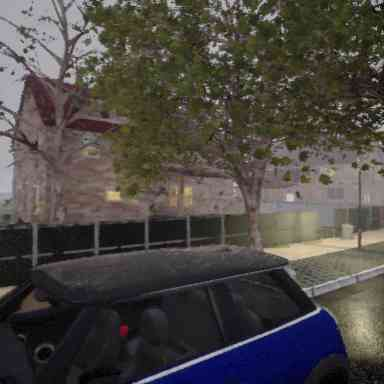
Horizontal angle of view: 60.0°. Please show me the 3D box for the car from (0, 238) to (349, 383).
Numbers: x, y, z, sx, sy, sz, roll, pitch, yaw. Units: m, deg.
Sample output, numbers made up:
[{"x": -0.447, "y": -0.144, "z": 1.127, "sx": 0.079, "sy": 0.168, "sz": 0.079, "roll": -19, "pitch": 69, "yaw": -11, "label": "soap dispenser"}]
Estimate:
[{"x": -0.768, "y": 1.361, "z": 2.631, "sx": 4.553, "sy": 1.767, "sz": 2.097, "roll": 0, "pitch": 0, "yaw": -36, "label": "car"}]
